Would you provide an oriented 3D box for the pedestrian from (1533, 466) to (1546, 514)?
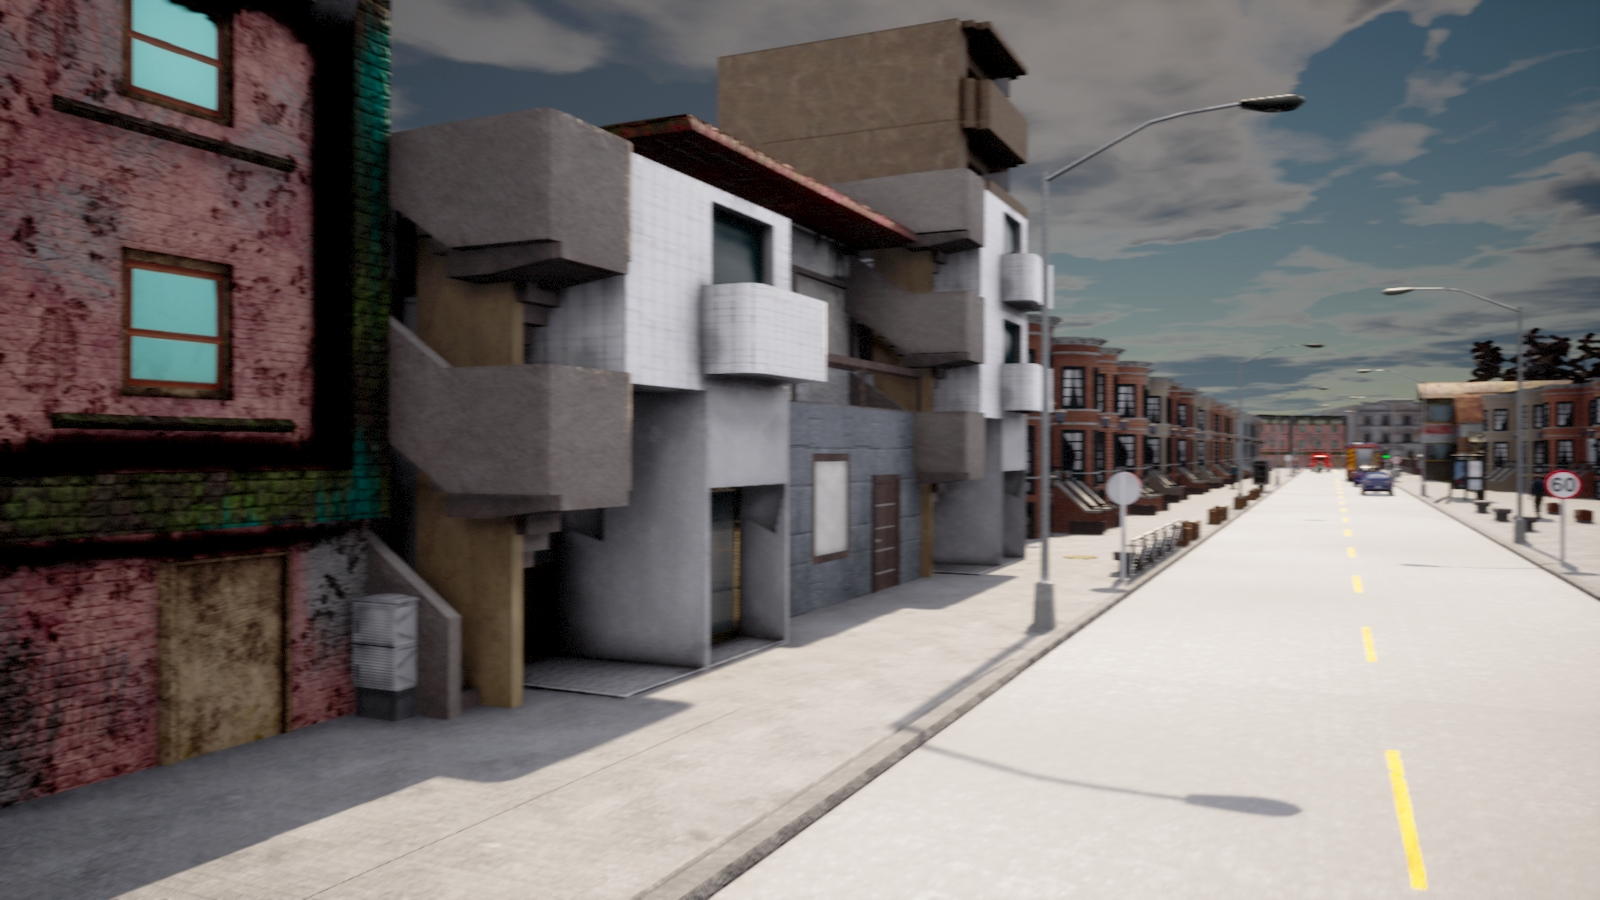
[{"bbox_3d":[29.018,1.566,44.846,0.375,1.860,0.375,0,0,22],"label":"pedestrian"}]
